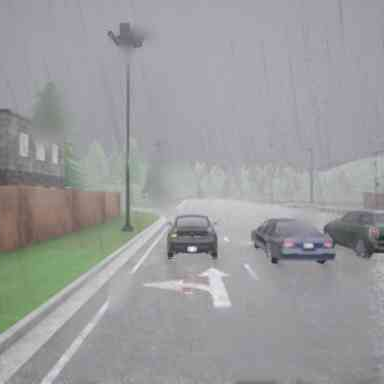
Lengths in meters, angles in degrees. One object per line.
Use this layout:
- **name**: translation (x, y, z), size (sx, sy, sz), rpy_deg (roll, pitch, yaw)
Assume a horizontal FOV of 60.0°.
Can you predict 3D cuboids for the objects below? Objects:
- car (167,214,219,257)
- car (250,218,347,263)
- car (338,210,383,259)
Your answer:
- **car**: translation (0.024, 1.654, 13.502), size (1.837, 1.490, 4.892), rpy_deg (0, 0, 0)
- **car**: translation (3.514, 1.684, 12.507), size (2.033, 1.411, 5.357), rpy_deg (0, -1, 0)
- **car**: translation (7.024, 1.497, 13.419), size (2.097, 1.767, 4.553), rpy_deg (0, -1, 0)
